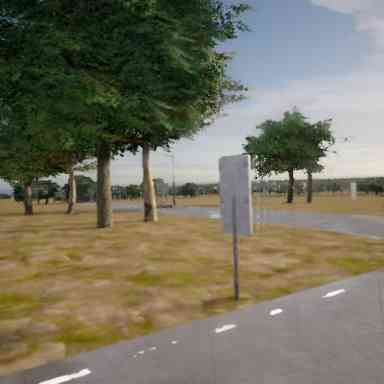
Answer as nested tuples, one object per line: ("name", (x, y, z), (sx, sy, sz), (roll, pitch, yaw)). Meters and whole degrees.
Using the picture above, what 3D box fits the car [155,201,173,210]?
("car", (-4.675, 2.060, 50.710), (1.895, 1.301, 4.718), (-3, 0, -29))
